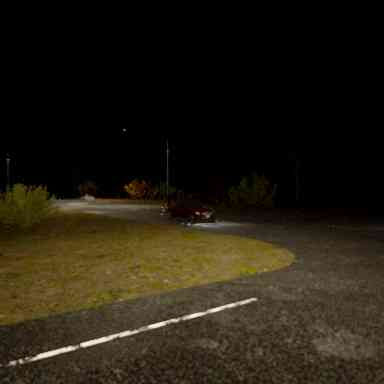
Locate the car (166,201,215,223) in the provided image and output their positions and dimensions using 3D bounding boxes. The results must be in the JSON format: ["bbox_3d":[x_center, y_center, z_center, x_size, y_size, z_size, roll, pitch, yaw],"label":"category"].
[{"bbox_3d":[-0.266,1.452,25.452,1.812,1.442,4.674,0,0,-37],"label":"car"}]

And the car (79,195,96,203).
[{"bbox_3d":[-19.648,1.231,62.552,1.812,1.442,4.674,0,0,-37],"label":"car"}]

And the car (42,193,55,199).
[{"bbox_3d":[-36.633,1.025,84.921,1.837,1.490,4.892,0,0,-37],"label":"car"}]

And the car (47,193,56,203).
[{"bbox_3d":[-25.700,1.228,59.356,1.837,1.490,4.892,-1,1,-34],"label":"car"}]
